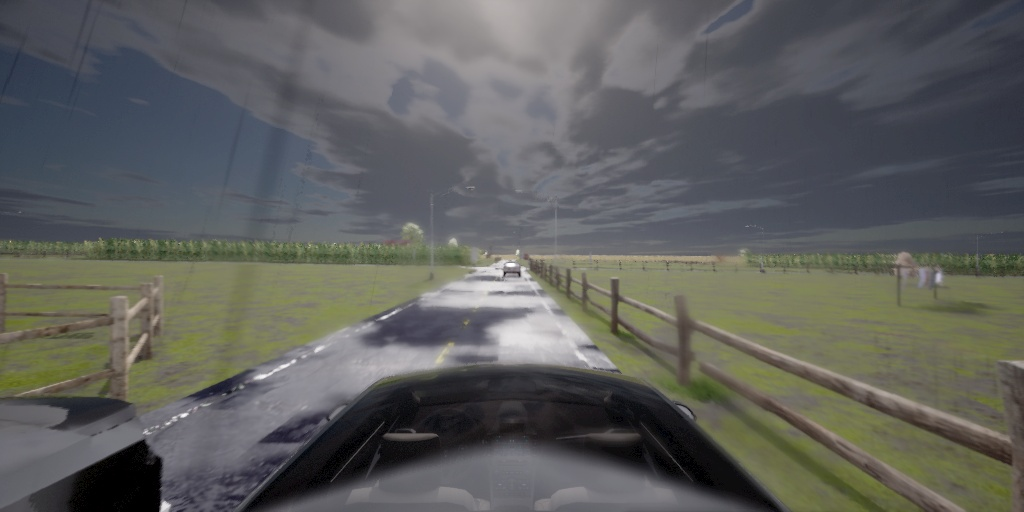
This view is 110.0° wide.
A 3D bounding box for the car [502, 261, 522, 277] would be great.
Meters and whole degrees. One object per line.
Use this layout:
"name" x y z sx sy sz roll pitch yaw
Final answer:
"car" -0.001 1.297 36.041 2.033 1.411 5.357 0 0 0
